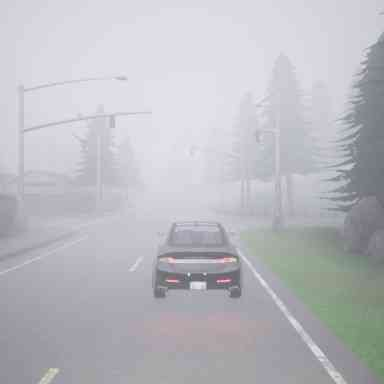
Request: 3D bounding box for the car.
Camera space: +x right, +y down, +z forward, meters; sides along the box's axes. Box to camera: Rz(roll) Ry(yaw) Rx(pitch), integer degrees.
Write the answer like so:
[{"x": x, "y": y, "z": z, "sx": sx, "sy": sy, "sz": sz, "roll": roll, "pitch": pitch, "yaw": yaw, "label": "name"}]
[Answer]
[{"x": 0.118, "y": 1.491, "z": 8.487, "sx": 2.128, "sy": 1.511, "sz": 4.902, "roll": 0, "pitch": 0, "yaw": 0, "label": "car"}]
